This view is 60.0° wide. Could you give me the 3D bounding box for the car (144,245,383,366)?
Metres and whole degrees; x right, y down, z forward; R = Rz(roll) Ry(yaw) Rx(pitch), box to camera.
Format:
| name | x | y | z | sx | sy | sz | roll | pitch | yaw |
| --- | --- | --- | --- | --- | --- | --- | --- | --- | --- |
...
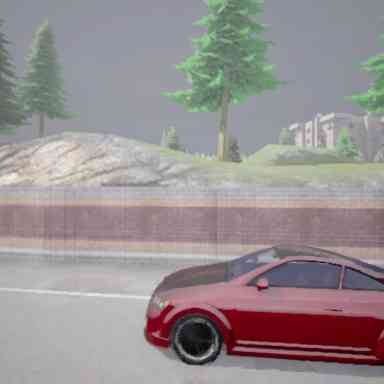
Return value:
| name | x | y | z | sx | sy | sz | roll | pitch | yaw |
| --- | --- | --- | --- | --- | --- | --- | --- | --- | --- |
| car | 1.420 | 1.555 | 5.069 | 4.181 | 1.385 | 1.994 | 0 | 0 | 8 |
